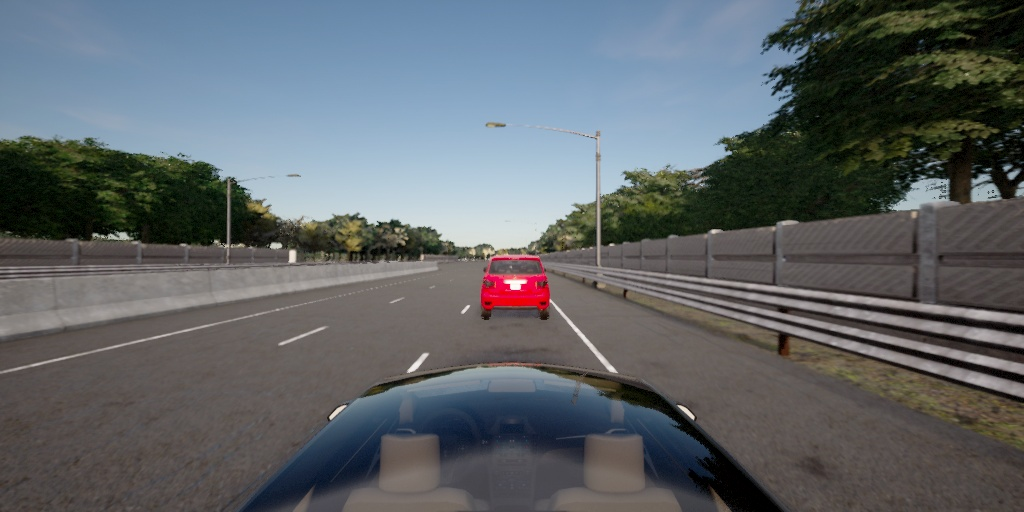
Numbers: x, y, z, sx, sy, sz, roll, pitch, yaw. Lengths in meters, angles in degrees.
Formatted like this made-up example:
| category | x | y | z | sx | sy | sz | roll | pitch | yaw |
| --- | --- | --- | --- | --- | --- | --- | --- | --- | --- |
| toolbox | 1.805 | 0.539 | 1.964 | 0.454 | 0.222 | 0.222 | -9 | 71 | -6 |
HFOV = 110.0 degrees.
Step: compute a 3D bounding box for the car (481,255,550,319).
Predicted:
| category | x | y | z | sx | sy | sz | roll | pitch | yaw |
| --- | --- | --- | --- | --- | --- | --- | --- | --- | --- |
| car | 0.101 | 0.987 | 13.016 | 2.150 | 2.045 | 5.566 | 0 | 0 | 0 |
